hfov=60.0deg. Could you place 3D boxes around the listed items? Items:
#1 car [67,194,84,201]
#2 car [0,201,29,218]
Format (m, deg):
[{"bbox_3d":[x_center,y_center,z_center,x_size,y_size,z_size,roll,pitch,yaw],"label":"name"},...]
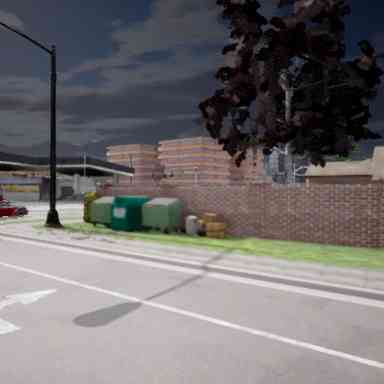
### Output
[{"bbox_3d":[-23.305,1.047,67.293,1.970,1.475,3.806,1,0,36],"label":"car"},{"bbox_3d":[-15.194,1.380,26.147,1.994,1.385,4.181,0,0,37],"label":"car"}]
